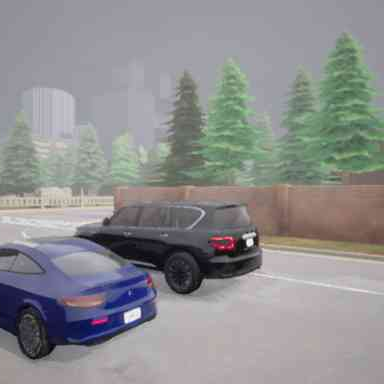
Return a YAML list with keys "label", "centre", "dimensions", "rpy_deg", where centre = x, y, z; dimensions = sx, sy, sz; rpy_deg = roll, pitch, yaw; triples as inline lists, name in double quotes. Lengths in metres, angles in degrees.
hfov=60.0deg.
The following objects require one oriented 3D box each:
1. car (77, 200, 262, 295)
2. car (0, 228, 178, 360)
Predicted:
- label: "car"
  centre: [-0.907, 1.223, 8.946]
  dimensions: [5.566, 2.045, 2.150]
  rpy_deg: [0, 0, 35]
- label: "car"
  centre: [-2.687, 1.528, 5.917]
  dimensions: [4.674, 1.442, 1.812]
  rpy_deg: [0, 0, 36]
